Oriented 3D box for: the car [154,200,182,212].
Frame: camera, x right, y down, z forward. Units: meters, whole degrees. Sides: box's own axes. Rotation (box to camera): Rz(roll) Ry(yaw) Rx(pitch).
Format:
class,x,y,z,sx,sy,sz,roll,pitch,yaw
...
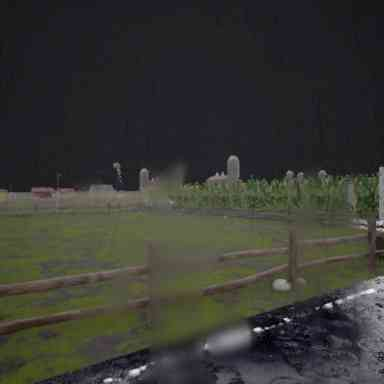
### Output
class,x,y,z,sx,sy,sz,roll,pitch,yaw
car,-3.255,1.767,43.954,1.882,1.535,5.008,-1,0,-35
